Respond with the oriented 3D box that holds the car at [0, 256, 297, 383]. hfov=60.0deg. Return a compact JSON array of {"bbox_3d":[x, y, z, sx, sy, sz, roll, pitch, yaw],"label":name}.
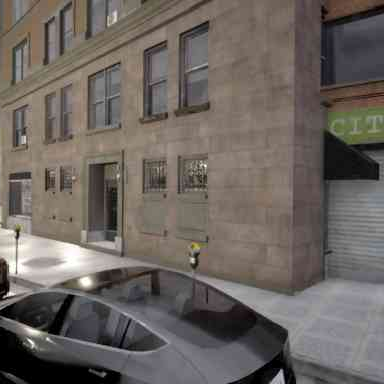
[{"bbox_3d":[-1.034,1.565,3.810,4.313,1.339,1.947,0,1,35],"label":"car"}]
